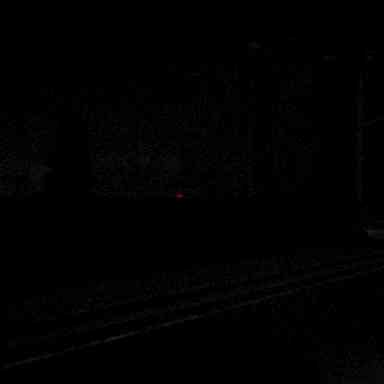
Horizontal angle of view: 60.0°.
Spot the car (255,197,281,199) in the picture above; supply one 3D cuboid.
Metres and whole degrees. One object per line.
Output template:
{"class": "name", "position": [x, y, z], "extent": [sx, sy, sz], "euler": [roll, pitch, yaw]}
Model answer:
{"class": "car", "position": [6.474, 1.441, 25.885], "extent": [2.150, 2.045, 5.566], "euler": [1, 0, -37]}

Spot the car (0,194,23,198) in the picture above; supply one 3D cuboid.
{"class": "car", "position": [-28.783, 1.335, 53.899], "extent": [5.566, 2.045, 2.150], "euler": [1, 0, -37]}
